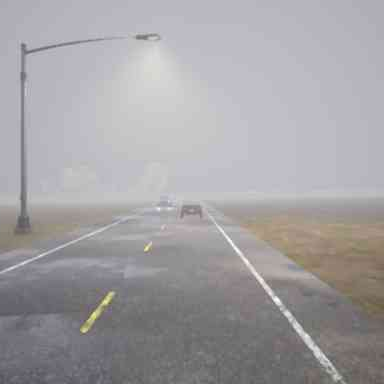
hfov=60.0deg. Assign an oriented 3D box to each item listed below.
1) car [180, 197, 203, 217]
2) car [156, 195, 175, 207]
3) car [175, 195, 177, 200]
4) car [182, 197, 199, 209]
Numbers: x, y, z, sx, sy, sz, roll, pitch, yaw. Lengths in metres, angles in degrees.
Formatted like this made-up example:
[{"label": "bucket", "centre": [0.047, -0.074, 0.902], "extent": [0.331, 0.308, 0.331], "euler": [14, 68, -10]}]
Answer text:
[{"label": "car", "centre": [-0.055, 1.424, 30.525], "extent": [1.882, 1.535, 5.008], "euler": [0, 0, -1]}, {"label": "car", "centre": [-3.971, 1.283, 48.554], "extent": [2.097, 1.767, 4.553], "euler": [0, 0, -1]}, {"label": "car", "centre": [-4.825, 1.464, 88.244], "extent": [2.033, 1.411, 5.357], "euler": [0, 0, -2]}, {"label": "car", "centre": [-0.246, 1.424, 45.407], "extent": [2.128, 1.511, 4.902], "euler": [0, 0, -1]}]
